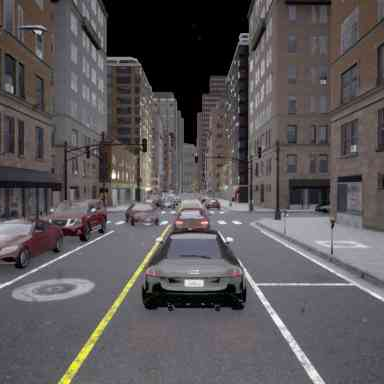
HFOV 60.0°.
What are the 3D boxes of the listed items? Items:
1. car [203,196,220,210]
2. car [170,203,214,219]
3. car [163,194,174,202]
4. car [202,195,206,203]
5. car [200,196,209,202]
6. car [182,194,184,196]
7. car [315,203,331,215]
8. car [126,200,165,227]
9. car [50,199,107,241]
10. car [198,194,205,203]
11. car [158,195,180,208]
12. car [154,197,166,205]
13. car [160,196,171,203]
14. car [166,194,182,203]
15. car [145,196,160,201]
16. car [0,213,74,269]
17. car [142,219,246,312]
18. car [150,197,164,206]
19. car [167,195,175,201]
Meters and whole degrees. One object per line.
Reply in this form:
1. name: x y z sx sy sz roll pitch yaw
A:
1. car: 2.804 1.600 43.710 1.802 1.307 4.206 -1 0 0
2. car: 0.003 1.526 16.957 1.812 1.442 4.674 0 0 0
3. car: -5.764 1.399 82.628 2.192 1.841 5.009 -1 0 0
4. car: 2.798 1.550 49.443 1.752 1.417 4.829 -1 0 0
5. car: 2.770 1.616 77.090 1.887 1.381 4.507 -1 0 0
6. car: -3.101 1.576 65.935 1.812 1.442 4.674 0 0 1
7. car: 14.829 1.431 32.250 5.357 1.411 2.033 0 1 2
8. car: -3.507 1.537 23.298 1.812 1.442 4.674 1 -1 -18
9. car: -5.696 1.315 16.673 2.192 1.841 5.009 -1 0 0
10. car: 2.782 1.595 65.962 1.887 1.381 4.507 -1 0 0
11. car: -3.143 1.511 44.373 2.128 1.511 4.902 0 0 0
12. car: -5.738 1.566 60.198 1.752 1.417 4.829 -1 0 0
13. car: -5.750 1.611 71.497 2.008 1.369 4.403 -1 0 0
14. car: -3.145 1.524 54.748 2.128 1.511 4.902 0 0 0
15. car: -5.721 1.600 43.673 1.802 1.307 4.206 -1 0 0
16. car: -5.687 1.581 11.091 1.802 1.307 4.206 -1 0 0
17. car: 0.058 1.563 7.820 1.994 1.385 4.181 0 0 1
18. car: -5.733 1.577 54.803 1.887 1.381 4.507 -1 0 0
19. car: -5.773 1.546 93.758 1.967 1.590 4.097 -1 0 0
